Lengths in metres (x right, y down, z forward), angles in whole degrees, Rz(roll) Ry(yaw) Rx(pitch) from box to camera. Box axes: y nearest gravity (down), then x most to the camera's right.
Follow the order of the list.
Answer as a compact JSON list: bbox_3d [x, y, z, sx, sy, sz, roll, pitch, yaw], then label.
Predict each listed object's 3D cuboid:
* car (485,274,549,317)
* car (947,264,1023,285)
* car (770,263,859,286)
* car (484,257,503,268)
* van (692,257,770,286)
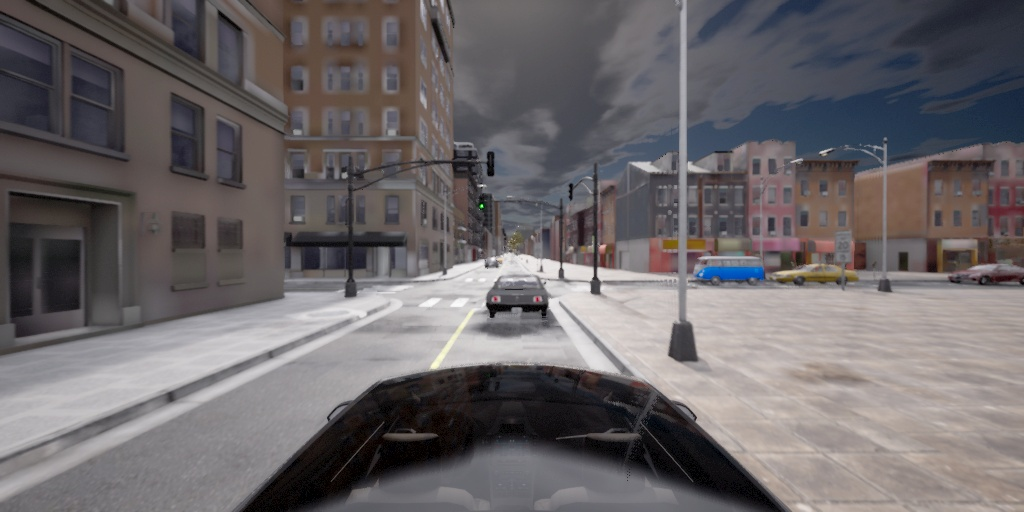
[{"bbox_3d":[0.283,1.269,12.639,1.895,1.301,4.718,0,0,4],"label":"car"},{"bbox_3d":[30.580,1.158,22.889,4.207,1.307,1.802,0,0,0],"label":"car"},{"bbox_3d":[19.186,1.109,22.909,4.829,1.417,1.751,0,0,0],"label":"car"},{"bbox_3d":[-2.829,0.934,50.416,2.128,1.511,4.902,0,0,0],"label":"car"},{"bbox_3d":[13.744,0.928,22.919,3.998,1.789,1.690,0,0,0],"label":"van"}]
